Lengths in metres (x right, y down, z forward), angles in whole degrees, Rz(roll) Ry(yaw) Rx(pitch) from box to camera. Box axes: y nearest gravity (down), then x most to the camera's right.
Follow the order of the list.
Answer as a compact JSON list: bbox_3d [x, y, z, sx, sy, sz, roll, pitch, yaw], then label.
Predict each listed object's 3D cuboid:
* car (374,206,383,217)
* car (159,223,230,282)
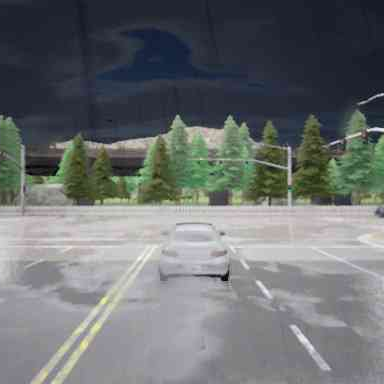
[{"bbox_3d":[20.797,1.702,33.262,4.553,1.767,2.097,0,-1,0],"label":"car"},{"bbox_3d":[0.058,1.650,10.078,1.812,1.442,4.674,0,-1,0],"label":"car"}]
